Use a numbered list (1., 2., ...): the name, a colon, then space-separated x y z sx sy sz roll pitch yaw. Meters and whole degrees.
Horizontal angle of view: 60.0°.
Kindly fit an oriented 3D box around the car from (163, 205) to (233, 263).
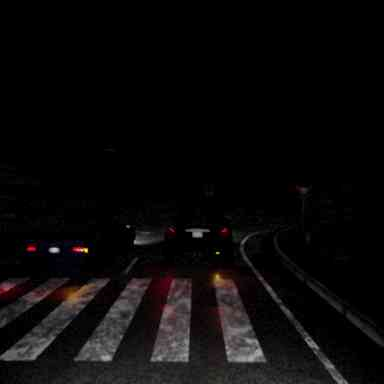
1. car: 0.347 1.226 11.769 2.097 1.767 4.553 0 1 5

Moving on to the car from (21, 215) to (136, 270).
1. car: -3.230 1.434 10.642 2.033 1.411 5.357 0 1 3

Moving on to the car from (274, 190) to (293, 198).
1. car: 15.857 0.349 58.772 1.994 1.385 4.181 -1 2 -24

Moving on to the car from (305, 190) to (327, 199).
1. car: 20.465 0.444 55.098 1.812 1.442 4.674 0 2 -15
